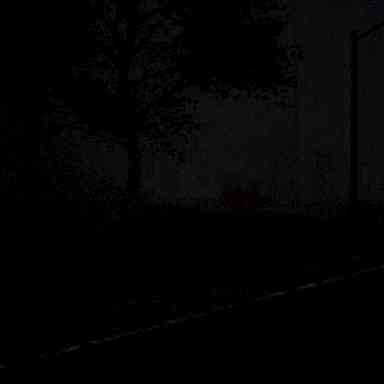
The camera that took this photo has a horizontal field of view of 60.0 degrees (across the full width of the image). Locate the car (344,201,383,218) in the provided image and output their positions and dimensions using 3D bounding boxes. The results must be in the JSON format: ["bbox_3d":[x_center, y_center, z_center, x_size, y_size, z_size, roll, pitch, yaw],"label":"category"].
[{"bbox_3d":[15.248,1.485,27.636,2.128,1.511,4.902,-1,1,-35],"label":"car"}]
